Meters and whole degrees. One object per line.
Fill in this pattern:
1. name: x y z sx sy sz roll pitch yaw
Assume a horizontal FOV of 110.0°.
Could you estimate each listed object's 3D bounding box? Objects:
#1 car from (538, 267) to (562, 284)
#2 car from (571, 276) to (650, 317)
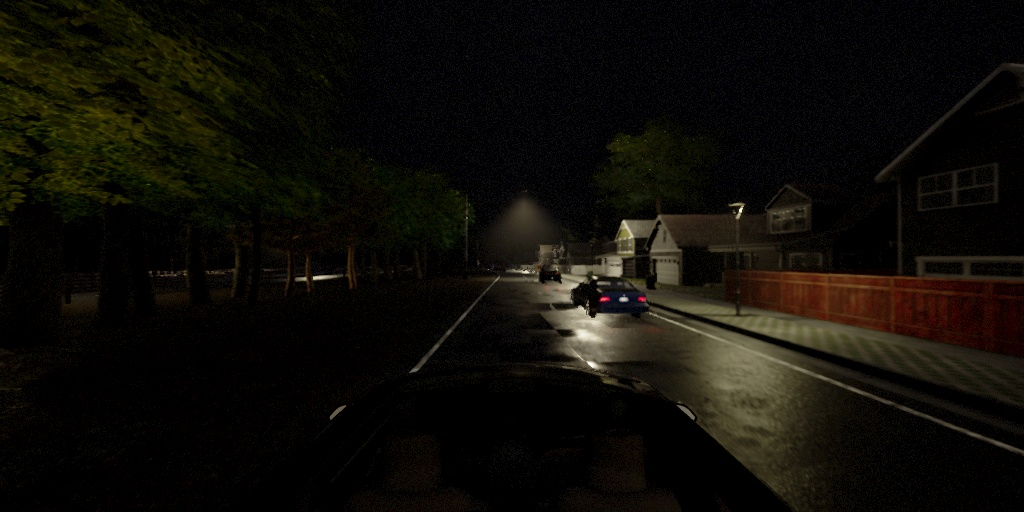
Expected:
1. car: 3.589 1.811 34.362 2.128 1.511 4.902 0 -1 0
2. car: 3.595 1.487 14.036 2.033 1.411 5.357 0 -1 0
